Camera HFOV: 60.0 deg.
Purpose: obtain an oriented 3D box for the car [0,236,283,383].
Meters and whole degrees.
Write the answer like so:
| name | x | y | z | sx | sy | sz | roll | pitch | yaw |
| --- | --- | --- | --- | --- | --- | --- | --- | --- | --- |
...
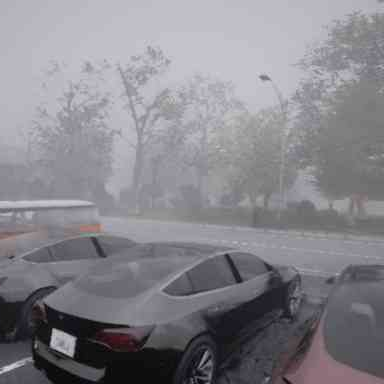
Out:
| name | x | y | z | sx | sy | sz | roll | pitch | yaw |
| --- | --- | --- | --- | --- | --- | --- | --- | --- | --- |
| car | 0.119 | 1.491 | 5.097 | 2.163 | 1.488 | 4.792 | 0 | 0 | 35 |

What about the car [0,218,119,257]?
| name | x | y | z | sx | sy | sz | roll | pitch | yaw |
| --- | --- | --- | --- | --- | --- | --- | --- | --- | --- |
| car | -2.142 | 1.472 | 6.709 | 2.163 | 1.488 | 4.792 | 0 | 0 | 35 |

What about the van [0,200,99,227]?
| name | x | y | z | sx | sy | sz | roll | pitch | yaw |
| --- | --- | --- | --- | --- | --- | --- | --- | --- | --- |
| van | -4.485 | 1.198 | 8.201 | 1.878 | 1.987 | 4.442 | 0 | 0 | 35 |

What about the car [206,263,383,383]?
| name | x | y | z | sx | sy | sz | roll | pitch | yaw |
| --- | --- | --- | --- | --- | --- | --- | --- | --- | --- |
| car | 2.379 | 1.510 | 3.485 | 2.163 | 1.488 | 4.792 | 0 | 0 | 35 |
